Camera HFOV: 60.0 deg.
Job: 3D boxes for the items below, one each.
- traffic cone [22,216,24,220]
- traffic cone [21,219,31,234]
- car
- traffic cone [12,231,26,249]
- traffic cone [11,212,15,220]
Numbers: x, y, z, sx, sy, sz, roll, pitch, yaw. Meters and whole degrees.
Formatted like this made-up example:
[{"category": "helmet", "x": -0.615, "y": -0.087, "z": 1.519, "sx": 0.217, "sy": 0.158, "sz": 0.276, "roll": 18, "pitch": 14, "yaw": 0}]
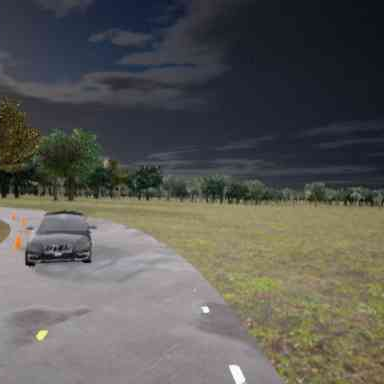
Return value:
[{"category": "traffic cone", "x": -10.870, "y": 1.834, "z": 21.448, "sx": 0.340, "sy": 0.580, "sz": 0.340, "roll": 1, "pitch": 0, "yaw": -32}, {"category": "traffic cone", "x": -8.592, "y": 1.867, "z": 17.308, "sx": 0.340, "sy": 0.580, "sz": 0.340, "roll": 1, "pitch": 0, "yaw": -26}, {"category": "car", "x": -4.437, "y": 1.467, "z": 11.527, "sx": 1.837, "sy": 1.490, "sz": 4.892, "roll": 1, "pitch": 0, "yaw": -18}, {"category": "traffic cone", "x": -6.782, "y": 1.893, "z": 12.943, "sx": 0.340, "sy": 0.580, "sz": 0.340, "roll": 1, "pitch": 0, "yaw": -19}, {"category": "traffic cone", "x": -13.590, "y": 1.793, "z": 25.312, "sx": 0.340, "sy": 0.580, "sz": 0.340, "roll": 1, "pitch": 0, "yaw": -38}]
